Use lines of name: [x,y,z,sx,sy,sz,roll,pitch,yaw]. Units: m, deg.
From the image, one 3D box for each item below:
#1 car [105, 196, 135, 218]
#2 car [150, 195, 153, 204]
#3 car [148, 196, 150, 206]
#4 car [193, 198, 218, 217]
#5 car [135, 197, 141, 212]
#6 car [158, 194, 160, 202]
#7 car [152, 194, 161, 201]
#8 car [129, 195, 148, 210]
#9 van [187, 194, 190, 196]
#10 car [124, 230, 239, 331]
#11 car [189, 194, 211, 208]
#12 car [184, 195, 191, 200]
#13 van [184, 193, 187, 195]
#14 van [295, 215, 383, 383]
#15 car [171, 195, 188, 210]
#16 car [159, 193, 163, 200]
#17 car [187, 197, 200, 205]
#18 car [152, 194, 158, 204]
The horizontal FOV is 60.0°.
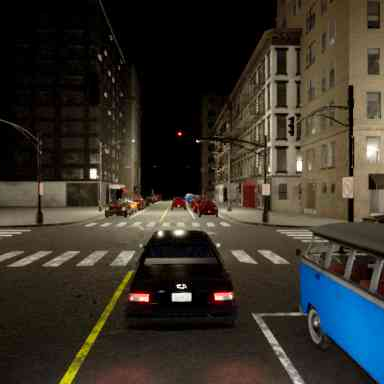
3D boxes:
car: [-6.636,1.439,30.213,1.967,1.590,4.097,0,0,-2]
car: [-7.565,1.562,51.831,1.947,1.339,4.313,0,0,-2]
car: [-7.325,1.523,46.256,1.752,1.417,4.829,0,0,-2]
car: [1.382,1.544,30.557,1.887,1.381,4.507,0,0,-2]
car: [-6.861,1.524,35.447,1.752,1.417,4.829,0,0,-2]
car: [-8.261,1.556,68.044,1.947,1.339,4.313,0,0,-2]
car: [-8.958,1.424,84.258,1.967,1.590,4.097,0,0,-2]
car: [-7.100,1.313,41.022,2.192,1.841,5.009,0,0,-2]
van: [0.453,1.337,52.176,1.690,1.788,3.998,0,0,-2]
car: [-0.257,1.547,7.258,2.033,1.411,5.357,0,0,-2]
car: [1.150,1.314,35.961,2.192,1.841,5.009,0,0,-2]
car: [-1.172,1.527,90.006,1.887,1.381,4.507,0,0,-2]
van: [-0.475,1.329,73.793,1.690,1.788,3.998,0,0,-2]
van: [2.536,1.341,3.702,1.690,1.788,3.998,0,0,-2]
car: [-1.749,1.524,43.864,1.812,1.442,4.674,0,0,-2]
car: [-8.725,1.301,78.853,2.192,1.841,5.009,0,0,-2]
car: [0.221,1.560,57.580,1.947,1.339,4.313,0,0,-2]
car: [-8.029,1.543,62.640,2.008,1.369,4.403,0,0,-2]
